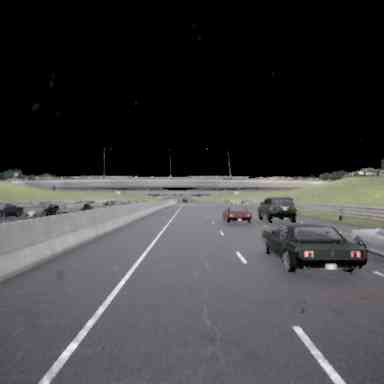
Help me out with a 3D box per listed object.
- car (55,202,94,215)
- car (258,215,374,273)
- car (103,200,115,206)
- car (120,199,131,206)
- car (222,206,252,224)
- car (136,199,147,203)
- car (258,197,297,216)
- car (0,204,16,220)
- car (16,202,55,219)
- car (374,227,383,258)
[{"bbox_3d":[-10.689,1.723,31.269,1.882,1.535,5.008,0,-1,0],"label":"car"},{"bbox_3d":[3.589,1.653,10.797,1.895,1.301,4.718,0,0,0],"label":"car"},{"bbox_3d":[-18.012,2.422,72.353,1.994,1.385,4.181,0,-1,-1],"label":"car"},{"bbox_3d":[-14.525,2.338,73.238,1.812,1.442,4.674,0,-1,-1],"label":"car"},{"bbox_3d":[3.531,1.796,26.860,1.895,1.301,4.718,0,-1,0],"label":"car"},{"bbox_3d":[-11.013,2.347,72.459,1.882,1.535,5.008,0,-1,-1],"label":"car"},{"bbox_3d":[7.026,1.426,27.839,2.150,2.045,5.566,0,-1,0],"label":"car"},{"bbox_3d":[-17.688,1.791,31.003,2.033,1.411,5.357,0,-1,0],"label":"car"},{"bbox_3d":[-14.191,1.743,31.754,2.128,1.511,4.902,0,-1,0],"label":"car"},{"bbox_3d":[7.089,1.653,10.836,1.895,1.301,4.718,0,0,0],"label":"car"}]
